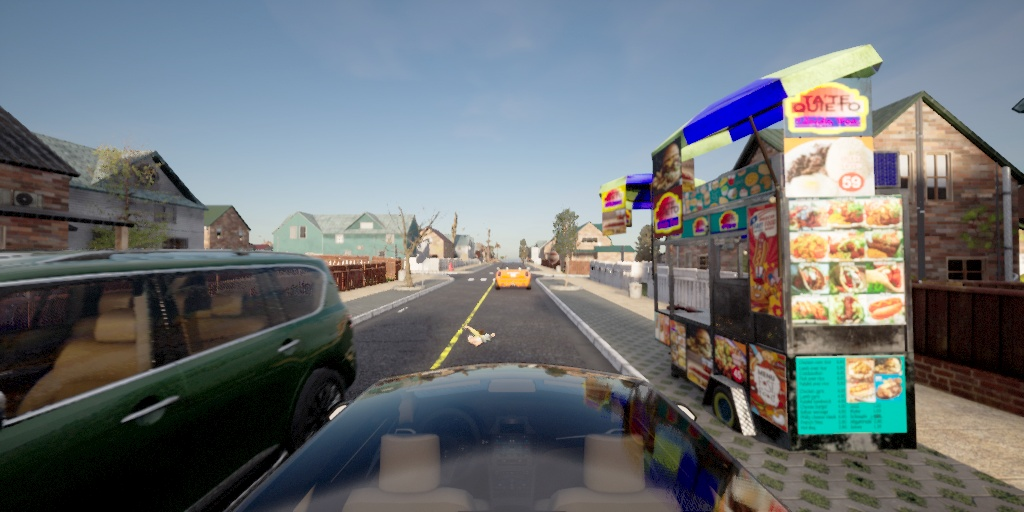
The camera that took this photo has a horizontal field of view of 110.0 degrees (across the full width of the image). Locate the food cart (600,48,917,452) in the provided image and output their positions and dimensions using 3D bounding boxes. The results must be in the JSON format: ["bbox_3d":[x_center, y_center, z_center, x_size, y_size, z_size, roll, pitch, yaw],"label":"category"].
[{"bbox_3d":[3.012,0.215,5.063,2.280,3.560,4.660,0,0,0],"label":"food cart"}]

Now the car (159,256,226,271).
[{"bbox_3d":[-30.809,0.693,34.659,4.718,1.301,1.895,1,-1,0],"label":"car"}]

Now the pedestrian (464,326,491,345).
[{"bbox_3d":[-0.931,1.730,7.027,0.500,0.500,1.100,-24,-2,12],"label":"pedestrian"}]

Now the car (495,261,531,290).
[{"bbox_3d":[0.083,1.110,22.511,2.097,1.767,4.553,0,0,0],"label":"car"}]

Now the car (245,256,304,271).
[{"bbox_3d":[-24.852,0.778,37.602,4.892,1.490,1.837,1,-1,0],"label":"car"}]

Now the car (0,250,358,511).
[{"bbox_3d":[-2.852,0.971,1.911,2.150,2.045,5.566,0,0,0],"label":"car"}]
